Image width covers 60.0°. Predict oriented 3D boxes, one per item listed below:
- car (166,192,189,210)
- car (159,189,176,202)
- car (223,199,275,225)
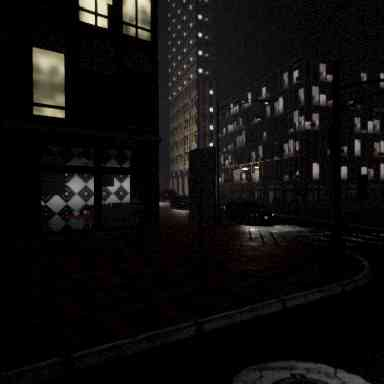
[{"bbox_3d":[-1.036,1.117,36.612,1.812,1.442,4.674,-1,2,-20],"label":"car"},{"bbox_3d":[-4.030,0.537,54.624,2.150,2.045,5.566,-1,1,-18],"label":"car"},{"bbox_3d":[3.742,1.301,22.574,1.837,1.490,4.892,-1,1,-19],"label":"car"}]
